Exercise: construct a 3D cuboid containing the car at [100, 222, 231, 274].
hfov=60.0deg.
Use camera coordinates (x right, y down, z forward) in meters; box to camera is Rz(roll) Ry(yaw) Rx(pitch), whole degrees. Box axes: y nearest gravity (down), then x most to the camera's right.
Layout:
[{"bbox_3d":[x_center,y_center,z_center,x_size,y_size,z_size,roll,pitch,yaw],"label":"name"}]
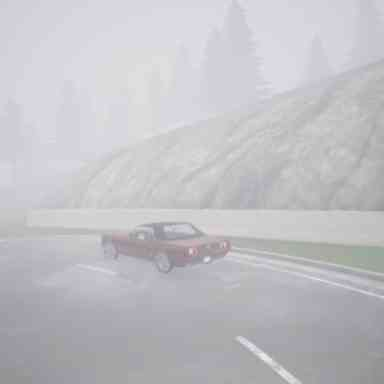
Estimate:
[{"bbox_3d":[-1.105,1.620,10.776,1.895,1.301,4.718,-2,0,-43],"label":"car"}]
